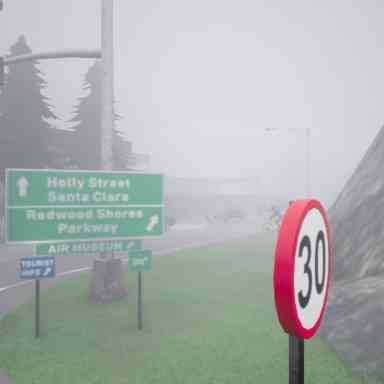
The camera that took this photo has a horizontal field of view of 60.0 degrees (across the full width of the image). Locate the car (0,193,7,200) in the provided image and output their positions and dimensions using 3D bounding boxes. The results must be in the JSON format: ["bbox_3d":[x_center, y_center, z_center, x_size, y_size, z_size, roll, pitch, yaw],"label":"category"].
[{"bbox_3d":[-38.267,1.489,70.099,4.514,1.523,2.007,0,0,35],"label":"car"}]

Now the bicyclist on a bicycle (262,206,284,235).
[{"bbox_3d":[4.712,1.643,18.678,1.656,1.620,0.582,0,0,36],"label":"bicyclist on a bicycle"}]

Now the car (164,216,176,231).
[{"bbox_3d":[-3.105,1.792,20.018,1.895,1.301,4.718,0,0,36],"label":"car"}]

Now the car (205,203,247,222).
[{"bbox_3d":[2.943,1.683,28.271,2.128,1.511,4.902,0,0,36],"label":"car"}]

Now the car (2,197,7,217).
[{"bbox_3d":[-12.225,1.504,26.062,1.905,1.878,3.866,0,0,35],"label":"car"}]

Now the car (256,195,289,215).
[{"bbox_3d":[9.069,1.413,36.611,2.150,2.045,5.566,0,0,36],"label":"car"}]
